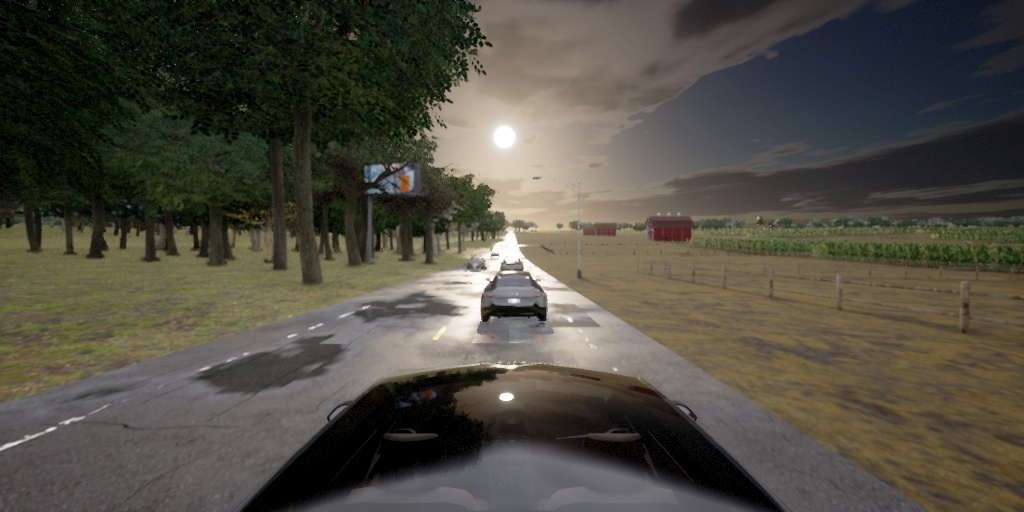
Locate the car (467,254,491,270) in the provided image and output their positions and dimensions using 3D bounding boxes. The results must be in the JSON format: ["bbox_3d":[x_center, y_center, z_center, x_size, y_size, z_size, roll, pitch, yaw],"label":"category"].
[{"bbox_3d":[-3.728,0.710,38.575,2.128,1.511,4.902,0,1,0],"label":"car"}]

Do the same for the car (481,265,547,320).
[{"bbox_3d":[0.049,1.189,11.969,1.994,1.385,4.181,0,1,0],"label":"car"}]

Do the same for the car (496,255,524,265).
[{"bbox_3d":[-0.010,0.860,29.593,2.128,1.511,4.902,0,1,0],"label":"car"}]
